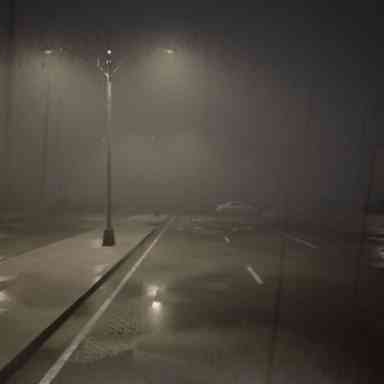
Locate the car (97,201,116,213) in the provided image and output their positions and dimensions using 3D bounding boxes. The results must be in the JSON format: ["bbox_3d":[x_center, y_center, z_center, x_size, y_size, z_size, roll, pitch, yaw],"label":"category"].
[{"bbox_3d":[-11.813,1.801,40.589,4.902,1.511,2.128,0,0,0],"label":"car"}]

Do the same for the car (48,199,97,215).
[{"bbox_3d":[-13.504,1.636,37.096,4.553,1.767,2.097,0,0,0],"label":"car"}]

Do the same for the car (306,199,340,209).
[{"bbox_3d":[20.127,1.896,51.275,4.892,1.490,1.837,0,0,-1],"label":"car"}]

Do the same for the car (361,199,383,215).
[{"bbox_3d":[21.516,1.759,36.986,5.008,1.535,1.882,0,0,0],"label":"car"}]

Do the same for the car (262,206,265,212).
[{"bbox_3d":[6.726,1.873,40.531,4.181,1.385,1.994,0,0,0],"label":"car"}]

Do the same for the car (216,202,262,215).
[{"bbox_3d":[5.012,1.808,37.052,4.674,1.442,1.812,0,0,0],"label":"car"}]

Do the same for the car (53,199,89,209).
[{"bbox_3d":[-18.581,1.897,51.310,4.892,1.490,1.837,0,0,0],"label":"car"}]
